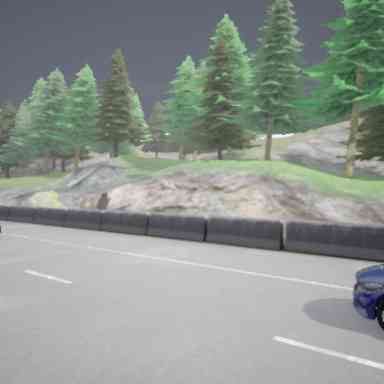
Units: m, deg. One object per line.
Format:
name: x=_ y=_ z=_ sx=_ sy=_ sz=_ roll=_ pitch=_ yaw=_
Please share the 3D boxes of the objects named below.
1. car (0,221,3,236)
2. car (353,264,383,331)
car: x=-11.047 y=1.494 z=16.172 sx=4.181 sy=1.385 sz=1.994 roll=0 pitch=0 yaw=36
car: x=4.910 y=1.530 z=4.788 sx=4.674 sy=1.442 sz=1.812 roll=0 pitch=0 yaw=36
